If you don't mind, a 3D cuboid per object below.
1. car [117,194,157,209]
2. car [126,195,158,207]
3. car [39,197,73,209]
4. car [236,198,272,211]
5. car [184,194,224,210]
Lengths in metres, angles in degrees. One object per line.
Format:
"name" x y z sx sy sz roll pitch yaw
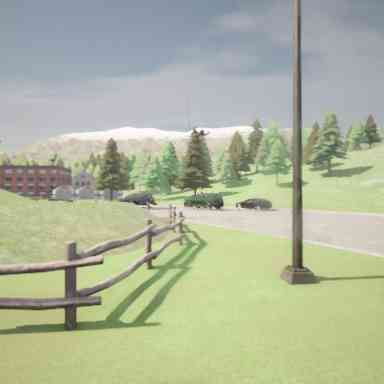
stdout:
"car" -7.561 1.223 44.581 5.566 2.045 2.150 0 0 32
"car" -7.969 1.353 52.889 4.553 1.767 2.097 0 0 27
"car" -18.742 1.512 45.783 4.892 1.490 1.837 0 0 19
"car" 7.597 1.498 41.314 1.837 1.490 4.892 1 0 -42
"car" 1.502 1.218 42.479 5.566 2.045 2.150 0 0 42
